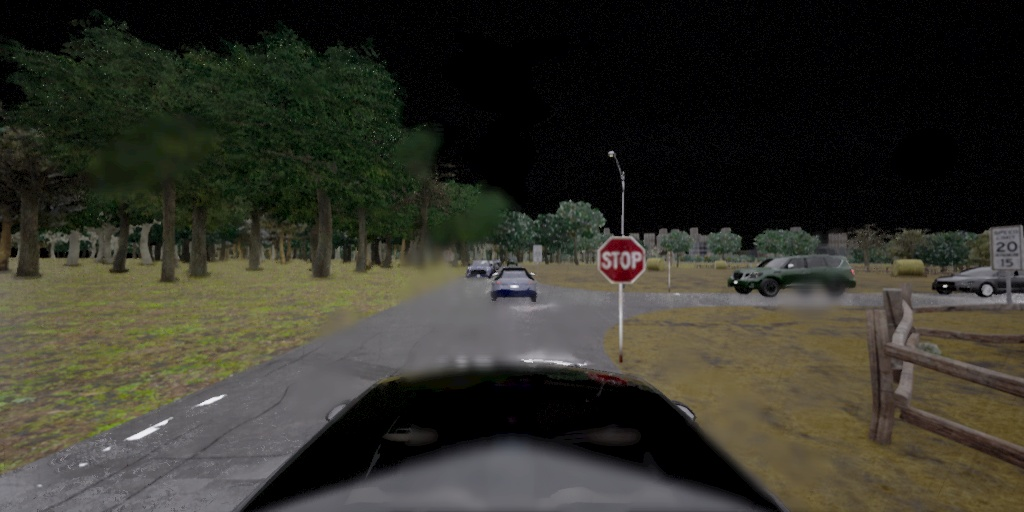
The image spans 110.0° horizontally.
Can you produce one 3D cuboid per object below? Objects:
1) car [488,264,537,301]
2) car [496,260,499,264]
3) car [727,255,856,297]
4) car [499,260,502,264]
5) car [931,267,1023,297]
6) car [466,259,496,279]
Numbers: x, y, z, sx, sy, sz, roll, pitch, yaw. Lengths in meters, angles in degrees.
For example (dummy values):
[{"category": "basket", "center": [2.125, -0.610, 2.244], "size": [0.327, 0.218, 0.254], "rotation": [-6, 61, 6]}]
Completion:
[{"category": "car", "center": [0.105, 1.261, 16.909], "size": [1.994, 1.385, 4.181], "rotation": [0, 0, 0]}, {"category": "car", "center": [-2.809, 1.207, 41.081], "size": [1.882, 1.535, 5.008], "rotation": [0, 0, 0]}, {"category": "car", "center": [14.114, 0.991, 18.240], "size": [5.566, 2.045, 2.150], "rotation": [0, -1, -1]}, {"category": "car", "center": [-2.795, 1.328, 51.096], "size": [1.994, 1.385, 4.181], "rotation": [0, 0, 0]}, {"category": "car", "center": [24.453, 1.289, 18.278], "size": [4.892, 1.490, 1.837], "rotation": [0, -1, -1]}, {"category": "car", "center": [-2.790, 1.061, 31.773], "size": [2.097, 1.767, 4.553], "rotation": [0, 0, -1]}]
